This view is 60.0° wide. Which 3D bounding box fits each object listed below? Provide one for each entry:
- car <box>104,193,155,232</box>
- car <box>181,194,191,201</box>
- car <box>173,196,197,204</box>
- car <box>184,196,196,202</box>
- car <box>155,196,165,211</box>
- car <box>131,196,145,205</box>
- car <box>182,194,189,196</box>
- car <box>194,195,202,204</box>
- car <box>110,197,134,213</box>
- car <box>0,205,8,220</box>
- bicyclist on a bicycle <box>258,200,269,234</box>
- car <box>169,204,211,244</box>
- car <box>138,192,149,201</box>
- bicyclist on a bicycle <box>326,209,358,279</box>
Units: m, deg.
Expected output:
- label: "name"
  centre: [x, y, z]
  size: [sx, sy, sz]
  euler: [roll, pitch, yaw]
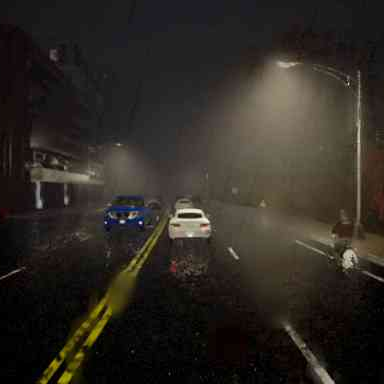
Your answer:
- label: "car"
  centre: [-3.692, 1.184, 20.017]
  size: [2.150, 2.045, 5.566]
  euler: [0, 0, -2]
- label: "car"
  centre: [-1.564, 1.303, 80.540]
  size: [1.837, 1.490, 4.892]
  euler: [0, 0, -7]
- label: "car"
  centre: [-0.795, 1.456, 33.497]
  size: [1.812, 1.442, 4.674]
  euler: [0, 0, -3]
- label: "car"
  centre: [-0.440, 1.427, 70.401]
  size: [1.895, 1.301, 4.718]
  euler: [0, 0, -6]
- label: "car"
  centre: [-4.495, 1.486, 38.312]
  size: [1.994, 1.385, 4.181]
  euler: [0, 0, -3]
- label: "car"
  centre: [-8.901, 1.446, 55.298]
  size: [1.994, 1.385, 4.181]
  euler: [0, 0, -4]
- label: "car"
  centre: [-1.913, 1.364, 51.315]
  size: [1.882, 1.535, 5.008]
  euler: [0, 0, -4]
- label: "car"
  centre: [0.710, 1.371, 58.230]
  size: [1.837, 1.490, 4.892]
  euler: [0, 0, -5]
- label: "car"
  centre: [-7.661, 1.405, 36.705]
  size: [1.882, 1.535, 5.008]
  euler: [0, 0, -3]
- label: "car"
  centre: [-14.394, 1.225, 20.839]
  size: [5.008, 1.535, 1.882]
  euler: [1, 0, -34]
- label: "bicyclist on a bicycle"
  centre: [3.856, 1.332, 18.184]
  size: [0.659, 1.776, 1.843]
  euler: [0, 0, -2]
- label: "car"
  centre: [-0.126, 1.494, 15.648]
  size: [1.812, 1.442, 4.674]
  euler: [0, 0, -1]
- label: "car"
  centre: [-10.326, 0.960, 71.190]
  size: [2.097, 1.767, 4.553]
  euler: [0, 0, -6]
- label: "bicyclist on a bicycle"
  centre: [4.048, 1.351, 9.109]
  size: [0.659, 1.776, 1.843]
  euler: [0, 0, -1]
